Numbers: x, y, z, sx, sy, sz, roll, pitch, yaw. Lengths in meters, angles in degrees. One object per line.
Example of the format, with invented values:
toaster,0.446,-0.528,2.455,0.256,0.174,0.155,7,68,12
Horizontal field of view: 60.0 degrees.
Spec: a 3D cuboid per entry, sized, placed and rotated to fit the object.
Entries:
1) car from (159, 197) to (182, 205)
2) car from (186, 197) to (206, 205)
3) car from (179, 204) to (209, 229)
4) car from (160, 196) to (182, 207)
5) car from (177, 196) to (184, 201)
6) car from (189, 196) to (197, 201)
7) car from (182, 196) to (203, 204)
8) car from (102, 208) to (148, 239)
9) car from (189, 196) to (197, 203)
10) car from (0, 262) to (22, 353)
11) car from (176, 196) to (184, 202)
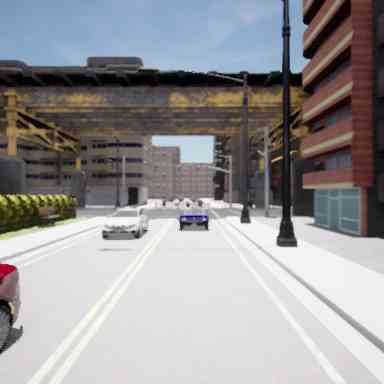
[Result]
car,-3.560,1.518,55.527,1.853,1.218,4.536,0,0,25
car,0.560,1.518,55.216,1.853,1.218,4.536,0,0,-20
car,0.124,1.691,22.257,1.895,1.301,4.718,0,0,0
car,-3.582,1.675,55.479,2.038,1.542,4.974,0,0,25
car,-3.181,1.658,90.342,1.853,1.218,4.536,0,0,0
car,0.240,1.624,81.816,1.853,1.218,4.536,0,0,0
car,0.578,1.675,55.167,2.038,1.542,4.974,0,0,-20
car,-3.486,1.598,18.053,1.812,1.442,4.674,0,0,0
car,0.241,1.782,81.764,2.038,1.542,4.974,0,0,0
car,-3.597,1.490,3.140,1.882,1.535,5.008,0,0,0
car,-3.181,1.815,90.289,2.038,1.542,4.974,0,0,0
